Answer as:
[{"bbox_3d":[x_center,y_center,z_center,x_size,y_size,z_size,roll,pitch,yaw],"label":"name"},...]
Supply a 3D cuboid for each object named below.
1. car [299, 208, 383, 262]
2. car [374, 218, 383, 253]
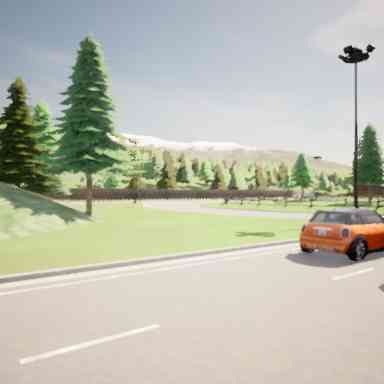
[{"bbox_3d":[6.131,1.376,12.449,4.553,1.767,2.097,0,0,-35],"label":"car"},{"bbox_3d":[7.292,1.511,8.983,4.902,1.511,2.128,0,0,-35],"label":"car"}]
